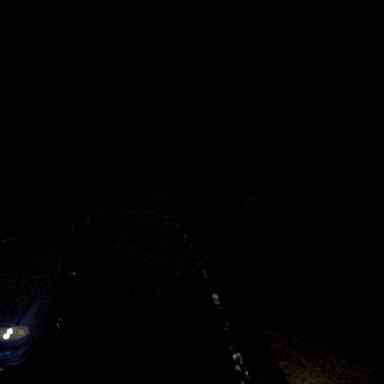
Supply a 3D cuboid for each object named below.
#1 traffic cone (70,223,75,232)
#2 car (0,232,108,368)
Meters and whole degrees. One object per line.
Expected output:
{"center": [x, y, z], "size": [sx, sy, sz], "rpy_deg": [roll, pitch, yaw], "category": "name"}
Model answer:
{"center": [-6.150, 1.884, 17.086], "size": [0.340, 0.580, 0.340], "rpy_deg": [0, 0, -7], "category": "traffic cone"}
{"center": [-2.920, 1.522, 6.322], "size": [2.033, 1.411, 5.357], "rpy_deg": [0, 0, -3], "category": "car"}
